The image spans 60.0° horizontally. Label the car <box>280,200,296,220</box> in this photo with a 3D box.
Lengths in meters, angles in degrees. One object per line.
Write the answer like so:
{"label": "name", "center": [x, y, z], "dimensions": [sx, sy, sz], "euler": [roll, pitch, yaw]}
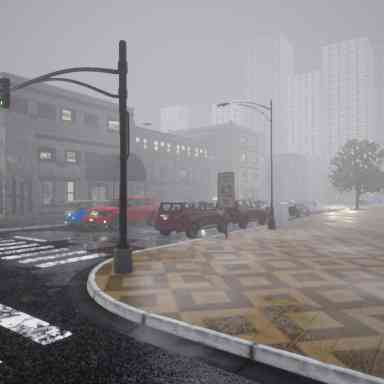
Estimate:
{"label": "car", "center": [6.490, 1.616, 26.834], "dimensions": [1.887, 1.381, 4.507], "euler": [-1, -1, 35]}

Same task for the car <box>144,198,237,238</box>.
{"label": "car", "center": [0.099, 1.350, 17.823], "dimensions": [2.192, 1.841, 5.009], "euler": [-1, -1, 35]}

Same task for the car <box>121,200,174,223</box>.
{"label": "car", "center": [-3.543, 1.531, 27.173], "dimensions": [1.967, 1.590, 4.097], "euler": [-1, -1, 35]}

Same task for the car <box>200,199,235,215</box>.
{"label": "car", "center": [2.847, 1.570, 36.187], "dimensions": [1.967, 1.590, 4.097], "euler": [-1, -1, 35]}

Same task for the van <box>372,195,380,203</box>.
{"label": "van", "center": [44.828, 1.693, 80.914], "dimensions": [1.690, 1.788, 3.998], "euler": [-1, -1, 35]}

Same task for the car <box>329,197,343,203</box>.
{"label": "car", "center": [34.796, 1.915, 81.249], "dimensions": [2.008, 1.369, 4.403], "euler": [-1, -1, 35]}

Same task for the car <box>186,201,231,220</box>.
{"label": "car", "center": [1.550, 1.622, 29.858], "dimensions": [1.812, 1.442, 4.674], "euler": [0, 0, 36]}

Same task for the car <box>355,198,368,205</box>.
{"label": "car", "center": [32.050, 1.801, 62.885], "dimensions": [2.008, 1.369, 4.403], "euler": [-1, -1, 35]}

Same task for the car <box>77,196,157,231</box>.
{"label": "car", "center": [-4.285, 1.285, 21.647], "dimensions": [2.150, 2.045, 5.566], "euler": [0, 0, 35]}

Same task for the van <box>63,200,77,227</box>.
{"label": "van", "center": [-6.738, 1.414, 22.668], "dimensions": [1.690, 1.788, 3.998], "euler": [-1, 0, 35]}

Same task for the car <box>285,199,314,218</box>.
{"label": "car", "center": [9.686, 1.657, 31.341], "dimensions": [1.947, 1.339, 4.313], "euler": [-1, -1, 35]}

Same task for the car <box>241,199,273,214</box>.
{"label": "car", "center": [7.581, 1.639, 38.355], "dimensions": [1.837, 1.490, 4.892], "euler": [0, 0, 36]}

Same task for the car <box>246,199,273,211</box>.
{"label": "car", "center": [9.237, 1.722, 45.198], "dimensions": [2.008, 1.369, 4.403], "euler": [-1, -1, 35]}

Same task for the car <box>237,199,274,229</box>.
{"label": "car", "center": [3.294, 1.368, 22.330], "dimensions": [2.192, 1.841, 5.009], "euler": [-1, -1, 35]}

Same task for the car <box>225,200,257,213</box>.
{"label": "car", "center": [6.042, 1.701, 40.691], "dimensions": [2.008, 1.369, 4.403], "euler": [-1, -1, 35]}
